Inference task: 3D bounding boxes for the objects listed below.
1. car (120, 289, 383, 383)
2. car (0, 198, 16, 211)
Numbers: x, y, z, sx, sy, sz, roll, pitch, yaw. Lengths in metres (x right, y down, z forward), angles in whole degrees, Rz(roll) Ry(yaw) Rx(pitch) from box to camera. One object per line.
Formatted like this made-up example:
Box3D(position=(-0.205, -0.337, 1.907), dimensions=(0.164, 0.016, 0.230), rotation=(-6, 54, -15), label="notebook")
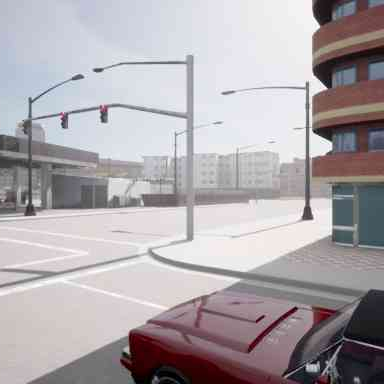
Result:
Box3D(position=(1.589, 1.601, 2.840), dimensions=(4.718, 1.301, 1.895), rotation=(0, 0, 36), label="car")
Box3D(position=(-22.264, 1.456, 38.800), dimensions=(3.806, 1.475, 1.970), rotation=(0, 0, 36), label="car")
